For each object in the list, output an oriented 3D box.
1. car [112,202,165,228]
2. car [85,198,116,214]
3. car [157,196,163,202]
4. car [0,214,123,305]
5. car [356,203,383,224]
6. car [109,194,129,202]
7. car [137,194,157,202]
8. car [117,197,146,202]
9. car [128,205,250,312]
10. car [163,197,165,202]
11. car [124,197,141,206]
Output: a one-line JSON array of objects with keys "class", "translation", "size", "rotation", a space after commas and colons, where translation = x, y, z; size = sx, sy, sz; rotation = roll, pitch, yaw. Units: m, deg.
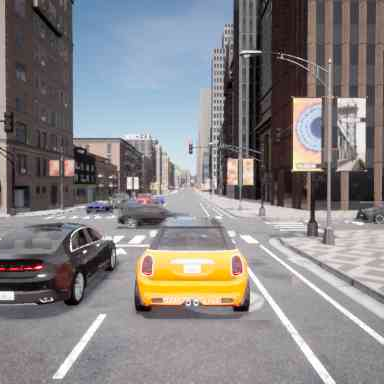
[{"class": "car", "translation": [-2.280, 1.529, 20.697], "size": [4.674, 1.442, 1.812], "rotation": [0, 0, 4]}, {"class": "car", "translation": [-9.852, 1.616, 35.559], "size": [1.895, 1.301, 4.718], "rotation": [0, 0, 0]}, {"class": "car", "translation": [-6.587, 1.592, 55.969], "size": [1.994, 1.385, 4.181], "rotation": [0, 0, 0]}, {"class": "car", "translation": [-3.154, 1.504, 8.031], "size": [1.837, 1.490, 4.892], "rotation": [0, 0, 0]}, {"class": "car", "translation": [13.985, 1.470, 23.556], "size": [4.181, 1.385, 1.994], "rotation": [0, 1, 0]}, {"class": "car", "translation": [-9.846, 1.244, 45.319], "size": [2.150, 2.045, 5.566], "rotation": [0, 0, 1]}, {"class": "car", "translation": [-6.602, 1.245, 45.996], "size": [2.150, 2.045, 5.566], "rotation": [0, 0, 1]}, {"class": "car", "translation": [-6.603, 1.580, 36.719], "size": [1.994, 1.385, 4.181], "rotation": [0, 0, 0]}, {"class": "car", "translation": [0.010, 1.351, 7.887], "size": [2.097, 1.767, 4.553], "rotation": [0, 0, 0]}, {"class": "car", "translation": [-6.535, 1.508, 66.042], "size": [1.882, 1.535, 5.008], "rotation": [0, 0, 1]}, {"class": "car", "translation": [-9.821, 1.592, 55.277], "size": [1.994, 1.385, 4.181], "rotation": [0, 0, 2]}]
